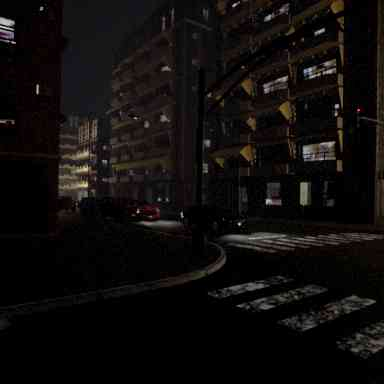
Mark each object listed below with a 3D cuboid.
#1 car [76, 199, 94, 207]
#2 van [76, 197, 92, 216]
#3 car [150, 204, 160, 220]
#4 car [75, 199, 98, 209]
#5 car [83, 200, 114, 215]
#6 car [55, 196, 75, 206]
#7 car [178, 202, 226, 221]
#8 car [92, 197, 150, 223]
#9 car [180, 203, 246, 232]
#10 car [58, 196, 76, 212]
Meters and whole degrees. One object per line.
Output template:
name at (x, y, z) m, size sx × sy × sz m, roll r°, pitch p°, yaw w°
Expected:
car at (-18.448, 1.866, 57.286) m, size 1.802 × 1.307 × 4.206 m, roll 1°, pitch -1°, yaw -35°
van at (-8.774, 1.354, 29.980) m, size 1.690 × 1.788 × 3.998 m, roll 1°, pitch -1°, yaw -35°
car at (-4.549, 1.404, 28.285) m, size 2.097 × 1.767 × 4.553 m, roll 1°, pitch -1°, yaw -35°
car at (-15.475, 1.762, 48.841) m, size 1.994 × 1.385 × 4.181 m, roll 1°, pitch -1°, yaw -36°
car at (-10.256, 1.650, 36.351) m, size 1.994 × 1.385 × 4.181 m, roll 1°, pitch -1°, yaw -35°
car at (-22.458, 1.599, 58.707) m, size 2.097 × 1.767 × 4.553 m, roll 1°, pitch -1°, yaw -36°
car at (0.777, 1.685, 30.118) m, size 1.752 × 1.417 × 4.829 m, roll 1°, pitch -1°, yaw -35°
car at (-5.552, 1.309, 25.429) m, size 2.192 × 1.841 × 5.009 m, roll 1°, pitch -1°, yaw -35°
car at (1.179, 1.527, 20.239) m, size 1.837 × 1.490 × 4.892 m, roll 1°, pitch -1°, yaw -36°
car at (-15.214, 1.368, 39.083) m, size 2.192 × 1.841 × 5.009 m, roll 1°, pitch -1°, yaw -35°
